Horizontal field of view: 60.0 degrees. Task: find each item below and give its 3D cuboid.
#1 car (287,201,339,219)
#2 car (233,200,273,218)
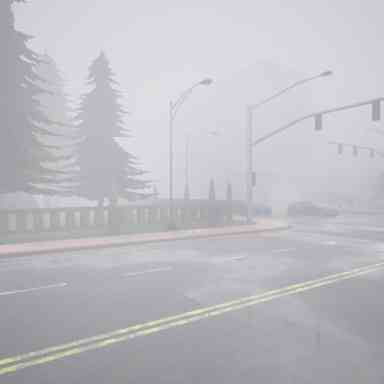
[{"bbox_3d":[10.581,1.525,29.473,1.812,1.442,4.674,0,0,-35],"label":"car"},{"bbox_3d":[5.239,1.478,30.947,1.882,1.535,5.008,0,0,-35],"label":"car"}]
